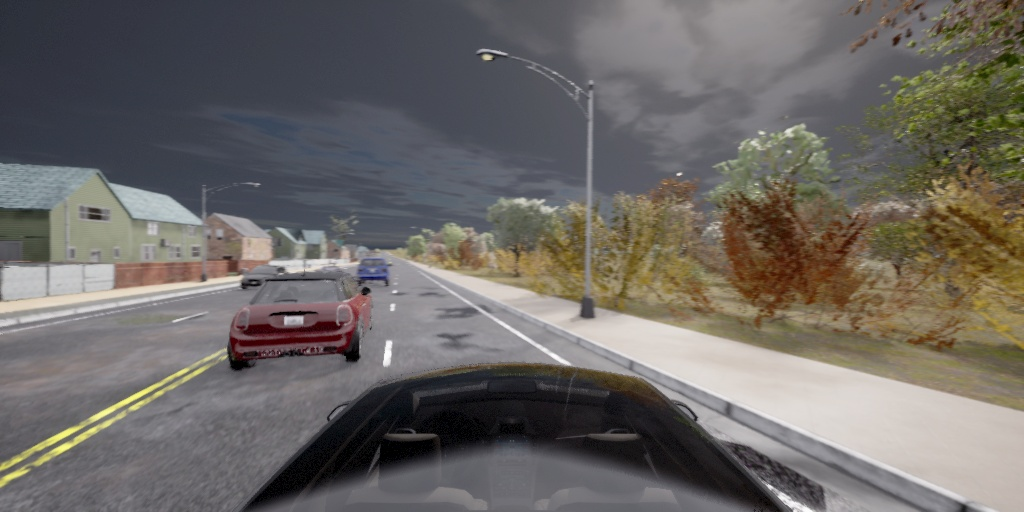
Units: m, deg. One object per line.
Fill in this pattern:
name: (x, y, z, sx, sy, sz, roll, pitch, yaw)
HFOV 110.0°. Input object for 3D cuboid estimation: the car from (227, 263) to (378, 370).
car: (-4.410, 1.147, 8.232, 2.097, 1.767, 4.553, 0, -1, -17)

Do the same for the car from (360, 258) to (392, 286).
car: (-10.351, 1.154, 27.052, 2.150, 2.045, 5.566, 0, 0, -18)

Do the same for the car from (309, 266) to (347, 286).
car: (-14.310, 1.494, 28.143, 1.994, 1.385, 4.181, 0, 0, -17)

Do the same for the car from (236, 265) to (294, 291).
car: (-16.475, 1.399, 24.199, 1.837, 1.490, 4.892, 0, 0, -17)
